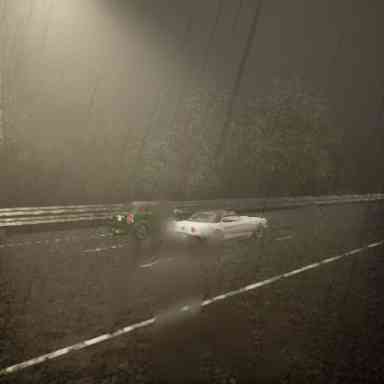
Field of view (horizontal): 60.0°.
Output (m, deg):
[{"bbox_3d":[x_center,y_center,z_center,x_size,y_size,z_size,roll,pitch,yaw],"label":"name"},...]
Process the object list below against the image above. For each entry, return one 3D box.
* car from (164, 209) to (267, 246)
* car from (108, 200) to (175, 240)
[{"bbox_3d":[1.310,1.481,14.670,4.718,1.301,1.895,-1,1,-44],"label":"car"},{"bbox_3d":[-1.754,1.242,16.585,4.553,1.767,2.097,-1,0,-44],"label":"car"}]
